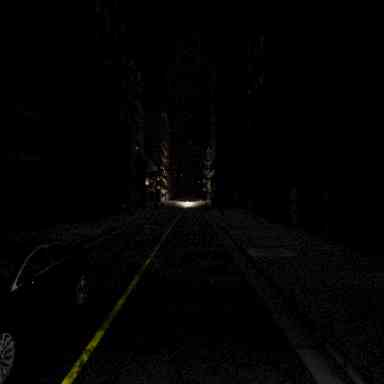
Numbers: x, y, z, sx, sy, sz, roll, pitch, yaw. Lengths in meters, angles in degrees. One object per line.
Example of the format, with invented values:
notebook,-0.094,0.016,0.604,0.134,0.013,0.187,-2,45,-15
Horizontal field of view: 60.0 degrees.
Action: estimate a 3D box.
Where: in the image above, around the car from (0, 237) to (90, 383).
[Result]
car,-3.101,1.553,5.304,2.128,1.511,4.902,0,-1,0
